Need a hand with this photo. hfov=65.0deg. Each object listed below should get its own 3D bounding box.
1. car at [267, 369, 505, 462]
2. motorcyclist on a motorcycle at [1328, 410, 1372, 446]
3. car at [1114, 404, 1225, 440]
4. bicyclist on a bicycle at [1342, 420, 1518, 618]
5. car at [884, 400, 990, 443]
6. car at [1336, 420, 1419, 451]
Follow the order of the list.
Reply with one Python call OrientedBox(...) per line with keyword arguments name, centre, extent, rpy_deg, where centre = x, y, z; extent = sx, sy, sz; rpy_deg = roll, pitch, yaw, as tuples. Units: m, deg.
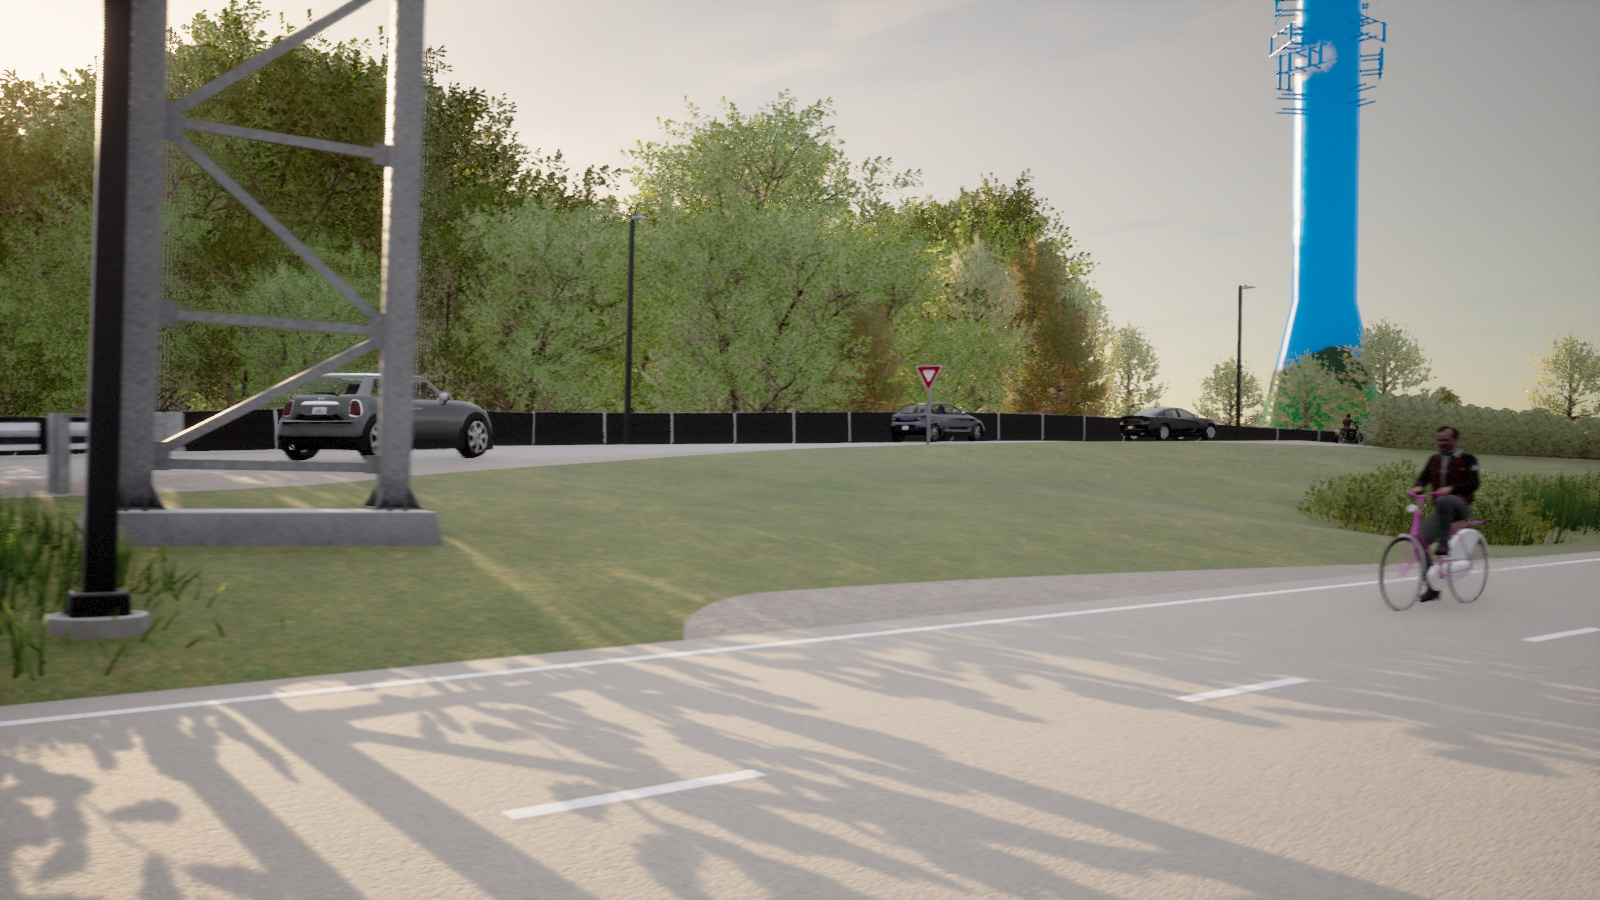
OrientedBox(name="car", centre=(-7.097, -0.585, 21.931), extent=(1.970, 1.475, 3.806), rpy_deg=(0, 1, 21))
OrientedBox(name="motorcyclist on a motorcycle", centre=(27.341, -1.092, 62.387), extent=(2.350, 1.649, 0.766), rpy_deg=(3, -2, -33))
OrientedBox(name="car", centre=(16.298, -1.222, 55.350), extent=(5.008, 1.535, 1.882), rpy_deg=(-1, 0, -33))
OrientedBox(name="bicyclist on a bicycle", centre=(6.067, 0.622, 12.059), extent=(1.843, 1.776, 0.659), rpy_deg=(0, 0, -33))
OrientedBox(name="car", centre=(5.089, -1.038, 46.195), extent=(1.816, 1.474, 4.193), rpy_deg=(0, 1, 41))
OrientedBox(name="car", centre=(31.459, -0.796, 68.412), extent=(3.806, 1.475, 1.970), rpy_deg=(2, -2, -19))
